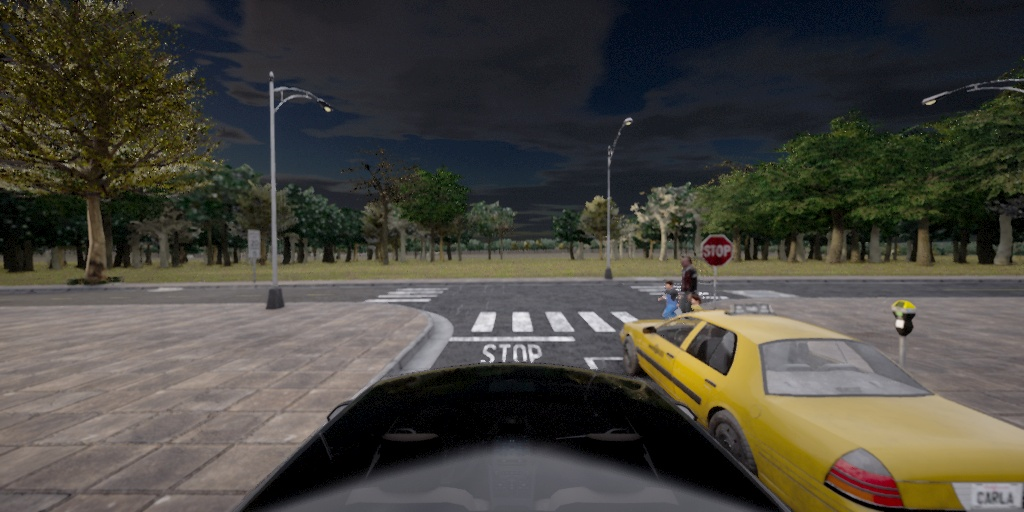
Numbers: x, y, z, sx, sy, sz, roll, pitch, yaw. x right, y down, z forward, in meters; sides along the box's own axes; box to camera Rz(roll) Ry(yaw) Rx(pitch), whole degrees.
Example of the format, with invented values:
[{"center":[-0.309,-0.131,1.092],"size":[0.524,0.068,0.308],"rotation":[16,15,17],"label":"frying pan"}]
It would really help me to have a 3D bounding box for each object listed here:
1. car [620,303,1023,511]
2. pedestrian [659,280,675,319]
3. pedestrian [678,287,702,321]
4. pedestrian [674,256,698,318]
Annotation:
[{"center":[2.639,1.213,4.275],"size":[1.751,1.417,4.829],"rotation":[0,0,0],"label":"car"},{"center":[3.897,1.141,8.717],"size":[0.375,1.300,0.375],"rotation":[0,2,0],"label":"pedestrian"},{"center":[3.833,1.276,7.374],"size":[0.500,1.100,0.500],"rotation":[0,2,0],"label":"pedestrian"},{"center":[4.008,0.877,8.110],"size":[0.375,1.860,0.375],"rotation":[0,2,0],"label":"pedestrian"}]
